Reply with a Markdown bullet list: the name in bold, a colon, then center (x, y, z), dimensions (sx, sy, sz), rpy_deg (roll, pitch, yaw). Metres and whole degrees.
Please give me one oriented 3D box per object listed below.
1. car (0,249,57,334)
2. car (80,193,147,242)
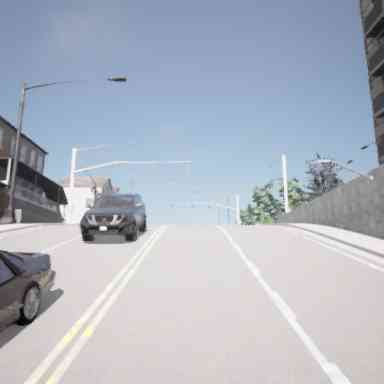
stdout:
- **car**: center (-3.592, 1.516, 4.287), dimensions (2.033, 1.411, 5.357), rpy_deg (0, 1, 0)
- **car**: center (-3.510, 1.084, 15.970), dimensions (2.150, 2.045, 5.566), rpy_deg (0, 0, 0)
